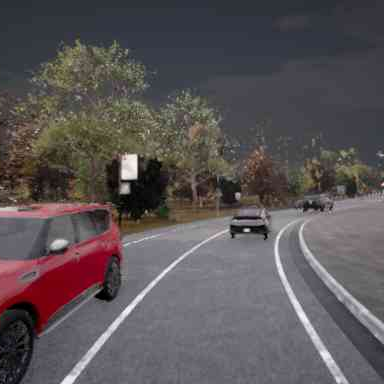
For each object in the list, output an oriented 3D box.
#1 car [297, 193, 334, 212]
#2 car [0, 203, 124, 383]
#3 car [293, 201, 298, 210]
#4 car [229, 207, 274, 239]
[{"bbox_3d":[14.514,1.196,38.193,2.150,2.045,5.566,-4,-2,38],"label":"car"},{"bbox_3d":[-2.872,1.242,5.617,2.150,2.045,5.566,0,0,6],"label":"car"},{"bbox_3d":[15.111,1.554,44.307,1.837,1.490,4.892,-4,-1,41],"label":"car"},{"bbox_3d":[3.209,1.544,17.560,2.128,1.511,4.902,-1,-1,17],"label":"car"}]
